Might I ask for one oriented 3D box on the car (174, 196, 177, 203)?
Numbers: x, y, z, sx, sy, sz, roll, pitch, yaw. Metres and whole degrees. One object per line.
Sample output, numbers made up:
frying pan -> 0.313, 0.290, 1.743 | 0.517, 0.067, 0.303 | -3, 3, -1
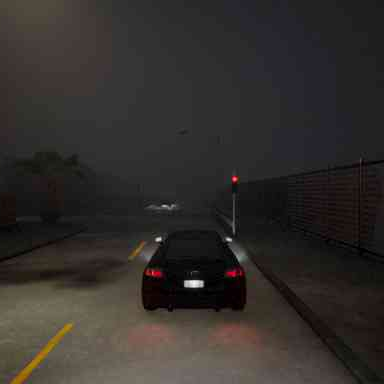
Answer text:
car -> -4.220, 1.491, 61.081 | 2.128, 1.511, 4.902 | 0, 0, 0

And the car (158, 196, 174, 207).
car -> -4.224, 1.478, 51.816 | 1.882, 1.535, 5.008 | 0, 0, 0

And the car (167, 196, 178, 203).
car -> -4.182, 1.540, 71.390 | 2.033, 1.411, 5.357 | 0, 0, 0

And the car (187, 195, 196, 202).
car -> -0.192, 1.524, 75.515 | 1.812, 1.442, 4.674 | 0, 0, 0

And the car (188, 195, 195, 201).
car -> -0.220, 1.524, 85.755 | 1.812, 1.442, 4.674 | 0, 0, 0

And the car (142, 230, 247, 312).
car -> 0.044, 1.564, 7.785 | 1.994, 1.385, 4.181 | 0, 0, 0
